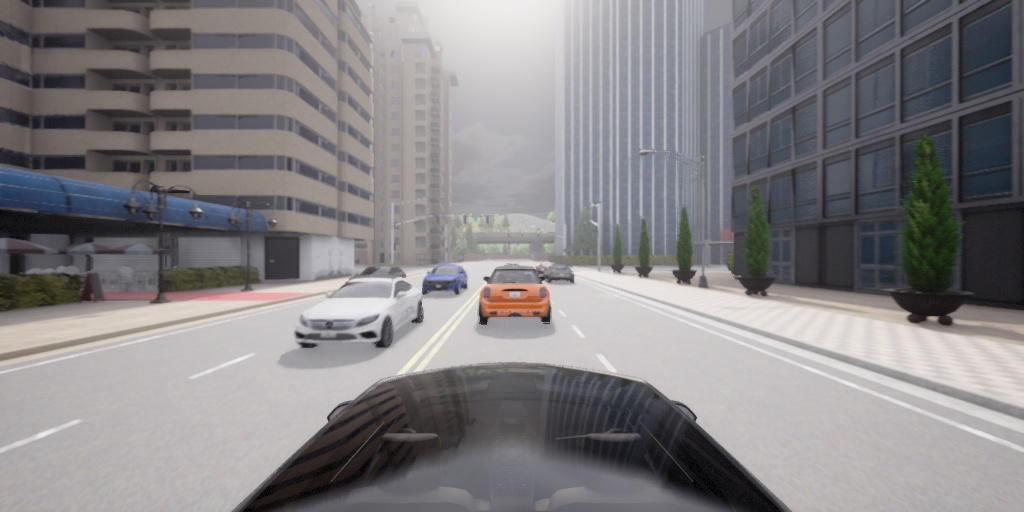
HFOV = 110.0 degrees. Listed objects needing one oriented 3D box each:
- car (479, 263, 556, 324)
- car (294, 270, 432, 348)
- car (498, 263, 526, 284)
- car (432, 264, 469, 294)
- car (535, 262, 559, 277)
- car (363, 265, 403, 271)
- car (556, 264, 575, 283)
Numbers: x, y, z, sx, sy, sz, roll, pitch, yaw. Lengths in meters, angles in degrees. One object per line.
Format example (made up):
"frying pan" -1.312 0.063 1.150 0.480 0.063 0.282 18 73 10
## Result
"car" 0.086 1.092 12.126 2.097 1.767 4.553 0 0 0
"car" -3.593 1.270 9.345 1.812 1.442 4.674 0 0 0
"car" 0.030 1.288 27.366 1.994 1.385 4.181 0 0 0
"car" -3.599 1.211 20.103 1.882 1.535 5.008 0 0 0
"car" 3.465 1.314 36.086 1.895 1.301 4.718 0 0 0
"car" -7.023 1.245 19.244 1.837 1.490 4.892 0 0 0
"car" 3.526 1.286 27.275 1.994 1.385 4.181 0 0 1
